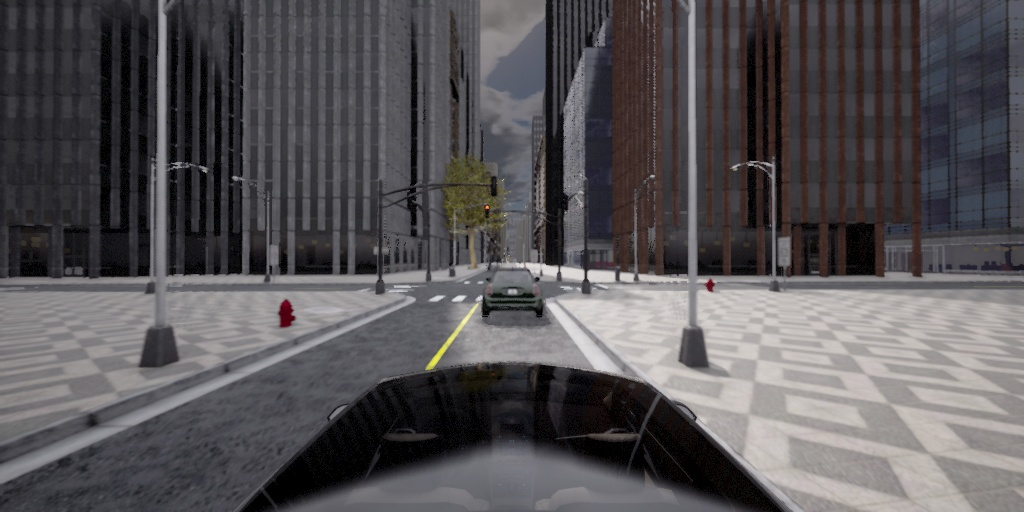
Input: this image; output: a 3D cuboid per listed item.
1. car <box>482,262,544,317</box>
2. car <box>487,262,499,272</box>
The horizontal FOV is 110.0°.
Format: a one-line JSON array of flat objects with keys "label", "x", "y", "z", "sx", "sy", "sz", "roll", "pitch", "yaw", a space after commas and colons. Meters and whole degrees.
[{"label": "car", "x": 0.037, "y": 1.204, "z": 13.871, "sx": 2.097, "sy": 1.767, "sz": 4.553, "roll": 0, "pitch": 0, "yaw": 0}, {"label": "car", "x": -3.075, "y": 1.766, "z": 58.842, "sx": 1.812, "sy": 1.442, "sz": 4.674, "roll": 0, "pitch": 0, "yaw": 0}]
